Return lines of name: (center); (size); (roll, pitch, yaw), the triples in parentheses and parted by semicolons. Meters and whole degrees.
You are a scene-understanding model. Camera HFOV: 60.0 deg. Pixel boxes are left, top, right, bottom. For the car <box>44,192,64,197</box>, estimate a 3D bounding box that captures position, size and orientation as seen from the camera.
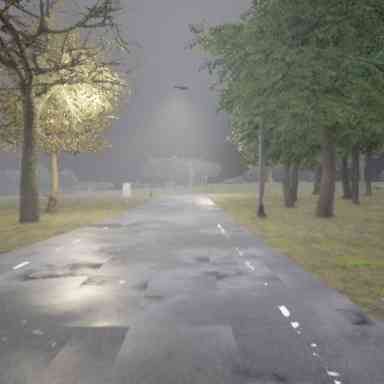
car: (-35.281, 0.610, 85.106); (4.902, 1.511, 2.128); (-1, -1, 0)
